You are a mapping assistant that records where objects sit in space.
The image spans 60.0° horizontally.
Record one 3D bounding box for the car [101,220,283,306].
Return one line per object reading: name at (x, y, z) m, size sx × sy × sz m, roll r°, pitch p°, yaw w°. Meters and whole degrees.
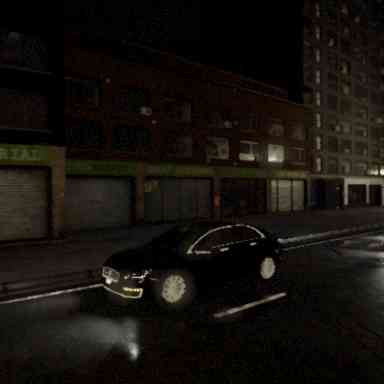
car at (0.238, 1.496, 8.155) m, size 4.892 × 1.490 × 1.837 m, roll -1°, pitch 1°, yaw -38°
